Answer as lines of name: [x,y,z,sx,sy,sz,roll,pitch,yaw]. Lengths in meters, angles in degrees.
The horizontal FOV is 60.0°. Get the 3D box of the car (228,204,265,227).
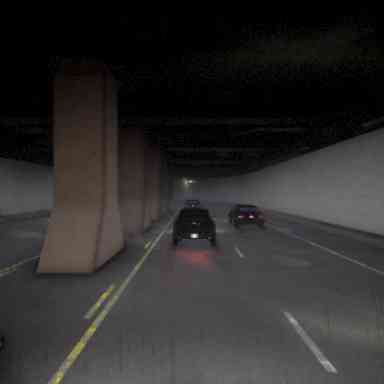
car: [3.597,1.556,22.690,2.033,1.411,5.357,0,0,0]

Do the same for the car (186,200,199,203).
car: [0.096,1.562,37.697,2.033,1.411,5.357,0,0,0]

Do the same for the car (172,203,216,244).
car: [0.098,1.511,15.828,1.837,1.490,4.892,0,0,0]
